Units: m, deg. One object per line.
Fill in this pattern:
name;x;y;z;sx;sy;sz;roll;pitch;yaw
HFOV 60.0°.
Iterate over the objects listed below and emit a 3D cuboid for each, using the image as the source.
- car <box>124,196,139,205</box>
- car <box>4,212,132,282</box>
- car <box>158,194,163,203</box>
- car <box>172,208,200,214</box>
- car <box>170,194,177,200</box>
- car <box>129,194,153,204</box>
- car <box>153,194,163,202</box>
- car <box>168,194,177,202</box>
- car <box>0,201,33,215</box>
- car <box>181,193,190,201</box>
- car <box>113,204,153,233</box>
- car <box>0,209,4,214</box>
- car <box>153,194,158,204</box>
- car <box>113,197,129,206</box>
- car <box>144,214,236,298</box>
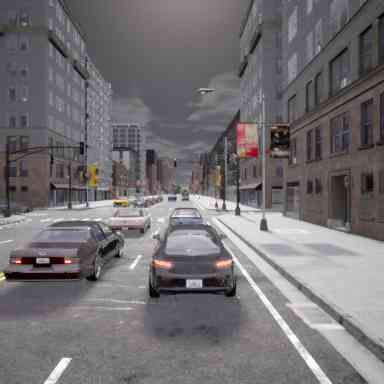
car;-11.001;1.545;60.733;1.812;1.442;4.674;0;0;-1
car;-3.313;1.548;9.783;2.033;1.411;5.357;0;0;-1
car;-7.863;1.546;69.261;2.128;1.511;4.902;0;0;-1
car;-0.331;1.551;18.031;2.033;1.411;5.357;0;0;-1
car;-5.043;1.388;90.719;1.837;1.490;4.892;0;0;-1
car;-7.568;1.508;50.038;2.128;1.511;4.902;0;0;-1
car;-8.068;1.362;79.492;2.097;1.767;4.553;0;0;-1
car;-4.833;1.494;80.301;1.882;1.535;5.008;0;0;-1
car;-18.358;1.554;33.521;4.181;1.385;1.994;0;0;-1
car;-1.592;1.612;80.813;1.895;1.301;4.718;0;0;-1
car;-3.510;1.605;19.448;1.895;1.301;4.718;0;0;-1
car;-10.054;1.603;13.547;1.895;1.301;4.718;0;0;-1
car;-7.738;1.511;59.391;2.128;1.511;4.902;0;0;-1
car;-10.851;1.495;51.511;1.882;1.535;5.008;0;0;-1
car;-0.037;1.527;8.444;1.812;1.442;4.674;0;0;-2
